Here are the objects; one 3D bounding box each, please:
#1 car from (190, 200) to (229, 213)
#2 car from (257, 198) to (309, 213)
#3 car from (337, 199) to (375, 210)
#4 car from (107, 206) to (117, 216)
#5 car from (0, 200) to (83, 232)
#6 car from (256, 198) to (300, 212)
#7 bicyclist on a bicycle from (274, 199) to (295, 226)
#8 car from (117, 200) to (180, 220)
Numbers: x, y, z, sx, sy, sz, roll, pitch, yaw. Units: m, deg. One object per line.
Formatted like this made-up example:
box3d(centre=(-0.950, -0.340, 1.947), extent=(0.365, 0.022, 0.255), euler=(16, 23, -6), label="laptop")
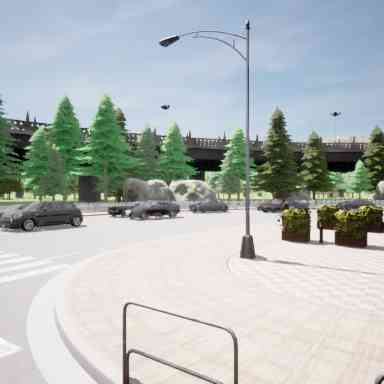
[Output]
box3d(centre=(1.853, 1.508, 35.367), extent=(4.181, 1.385, 1.994), euler=(0, 0, -29), label="car")
box3d(centre=(9.650, 1.492, 35.241), extent=(5.357, 1.411, 2.033), euler=(0, 0, -17), label="car")
box3d(centre=(19.756, 1.509, 40.175), extent=(4.181, 1.385, 1.994), euler=(0, 0, 0), label="car")
box3d(centre=(-5.238, 1.545, 30.079), extent=(4.718, 1.301, 1.895), euler=(0, 0, -44), label="car")
box3d(centre=(-8.967, 1.297, 20.069), extent=(2.097, 1.767, 4.553), euler=(0, 0, 37), label="car")
box3d(centre=(9.980, 1.470, 38.799), extent=(4.674, 1.442, 1.812), euler=(0, 0, -15), label="car")
box3d(centre=(5.554, 1.245, 19.593), extent=(0.582, 1.620, 1.656), euler=(0, 0, -44), label="bicyclist on a bicycle")
box3d(centre=(-3.168, 1.436, 27.142), extent=(4.902, 1.511, 2.128), euler=(0, 0, -44), label="car")
